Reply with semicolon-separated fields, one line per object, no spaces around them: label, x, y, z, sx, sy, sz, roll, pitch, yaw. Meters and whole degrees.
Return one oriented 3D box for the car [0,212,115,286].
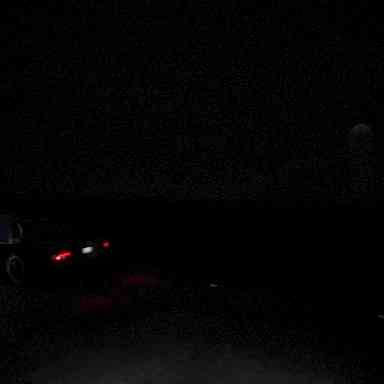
car;-4.497;1.238;8.495;5.357;1.411;2.033;2;3;28
